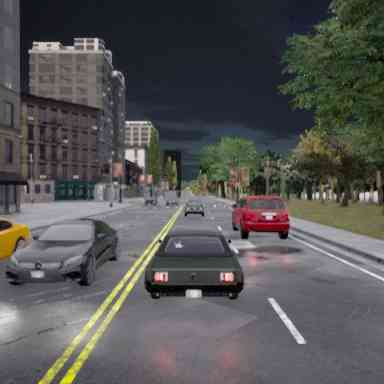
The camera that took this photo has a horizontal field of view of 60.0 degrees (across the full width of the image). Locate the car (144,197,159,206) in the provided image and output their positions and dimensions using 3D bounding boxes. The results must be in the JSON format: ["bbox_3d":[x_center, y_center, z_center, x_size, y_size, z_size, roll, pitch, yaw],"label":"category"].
[{"bbox_3d":[-6.308,1.488,52.166,2.033,1.411,5.357,0,0,0],"label":"car"}]

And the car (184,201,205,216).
[{"bbox_3d":[0.218,1.512,31.427,2.033,1.411,5.357,0,0,0],"label":"car"}]

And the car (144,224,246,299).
[{"bbox_3d":[0.073,1.593,8.374,1.895,1.301,4.718,0,0,1],"label":"car"}]

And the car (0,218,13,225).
[{"bbox_3d":[-6.566,1.469,9.548,1.882,1.535,5.008,0,0,0],"label":"car"}]

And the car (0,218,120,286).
[{"bbox_3d":[-3.316,1.517,9.493,1.812,1.442,4.674,0,0,0],"label":"car"}]

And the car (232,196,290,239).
[{"bbox_3d":[3.406,1.204,17.268,2.150,2.045,5.566,0,0,0],"label":"car"}]

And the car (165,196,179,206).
[{"bbox_3d":[-3.058,1.434,52.154,1.837,1.490,4.892,0,0,0],"label":"car"}]
